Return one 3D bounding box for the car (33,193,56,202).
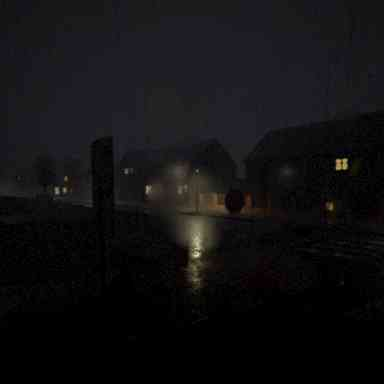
[{"bbox_3d":[-20.312,0.915,45.615,1.837,1.490,4.892,-2,2,-40],"label":"car"}]
